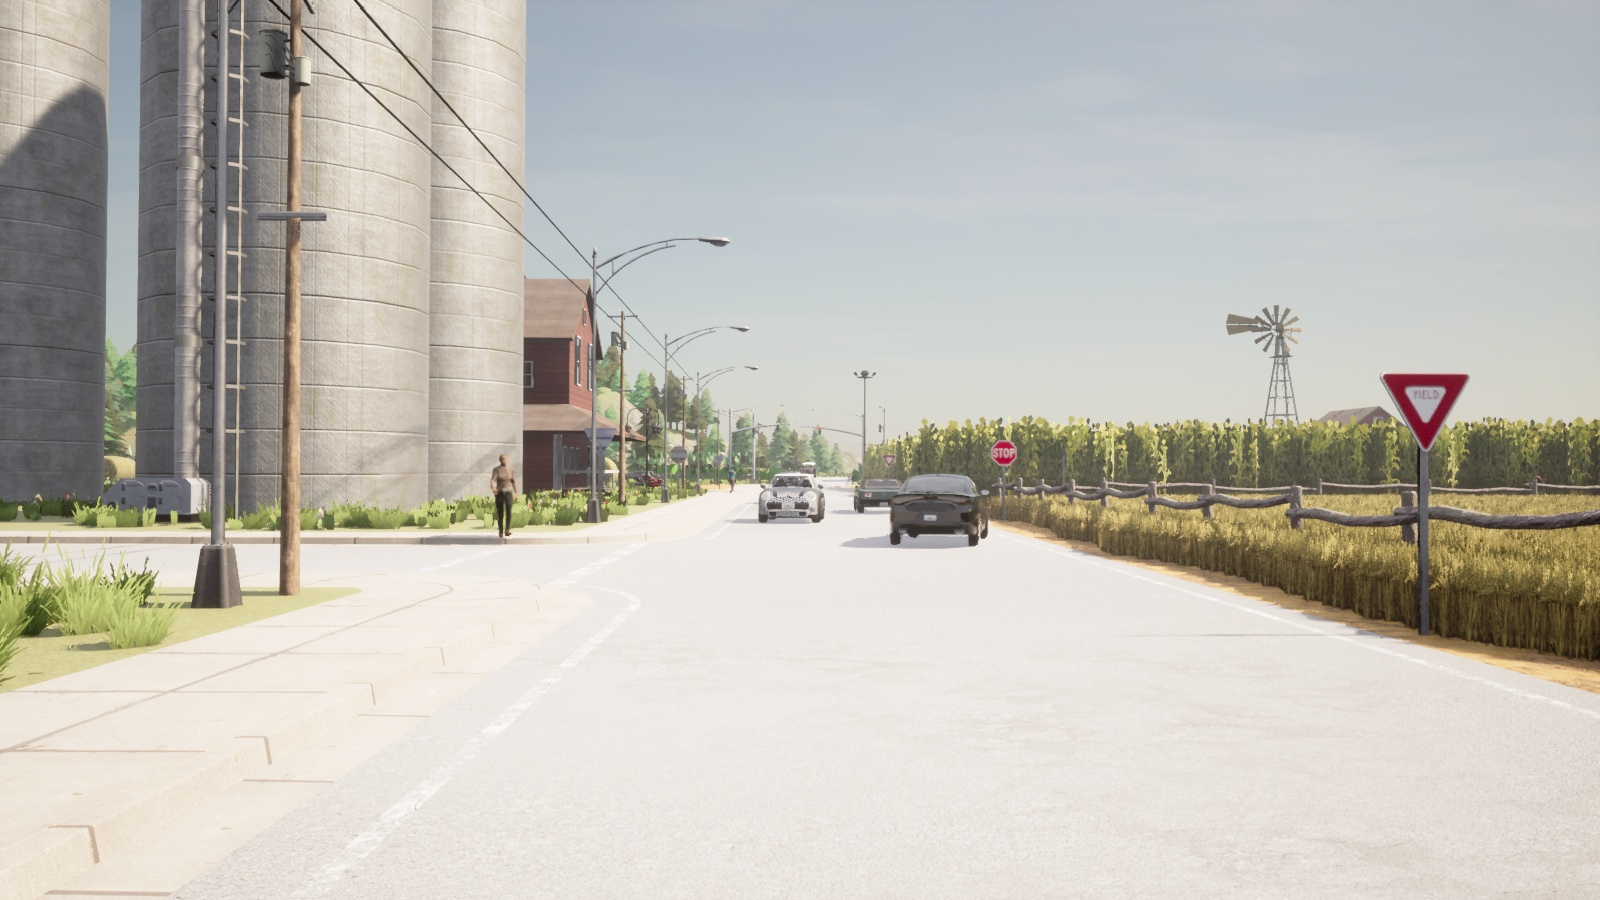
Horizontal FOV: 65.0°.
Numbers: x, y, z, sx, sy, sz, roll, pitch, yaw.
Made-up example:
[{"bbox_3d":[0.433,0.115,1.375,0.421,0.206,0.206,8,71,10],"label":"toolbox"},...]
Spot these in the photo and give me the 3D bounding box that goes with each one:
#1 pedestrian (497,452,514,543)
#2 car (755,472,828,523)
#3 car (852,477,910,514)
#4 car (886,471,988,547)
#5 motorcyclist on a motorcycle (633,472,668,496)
[{"bbox_3d":[-6.085,0.979,25.914,0.331,1.846,0.634,0,-1,-15],"label":"pedestrian"},{"bbox_3d":[-0.214,1.433,38.912,1.970,1.475,3.806,0,-1,4],"label":"car"},{"bbox_3d":[3.074,1.714,48.403,1.895,1.301,4.718,0,-1,0],"label":"car"},{"bbox_3d":[3.174,1.253,28.237,1.882,1.535,5.008,0,-1,11],"label":"car"},{"bbox_3d":[-9.861,2.247,82.695,2.191,1.530,0.866,0,-1,-1],"label":"motorcyclist on a motorcycle"}]
